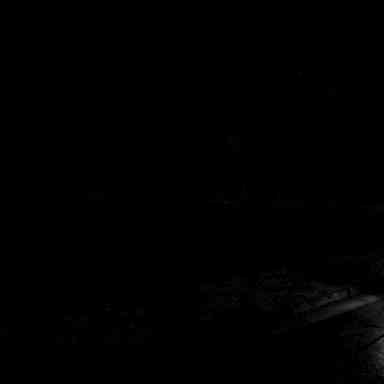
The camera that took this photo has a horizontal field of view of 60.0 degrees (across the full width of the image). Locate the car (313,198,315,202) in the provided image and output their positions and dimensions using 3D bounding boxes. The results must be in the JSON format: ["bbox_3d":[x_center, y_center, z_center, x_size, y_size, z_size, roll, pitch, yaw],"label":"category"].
[{"bbox_3d":[22.199,1.531,66.426,1.837,1.490,4.892,0,0,-35],"label":"car"}]

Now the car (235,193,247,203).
[{"bbox_3d":[11.825,1.484,69.774,1.812,1.442,4.674,0,0,-35],"label":"car"}]

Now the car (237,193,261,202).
[{"bbox_3d":[13.469,1.291,78.662,2.150,2.045,5.566,0,0,-35],"label":"car"}]

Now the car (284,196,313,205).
[{"bbox_3d":[20.035,1.619,63.863,1.837,1.490,4.892,0,0,-35],"label":"car"}]

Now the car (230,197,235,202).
[{"bbox_3d":[10.842,1.609,76.751,2.128,1.511,4.902,0,0,-35],"label":"car"}]
